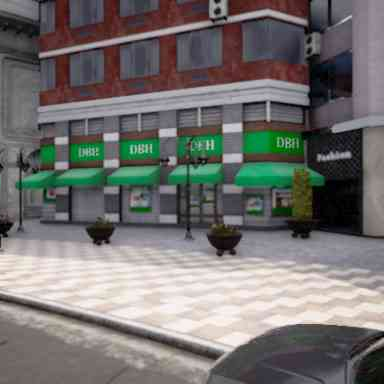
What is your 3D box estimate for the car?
[{"bbox_3d":[2.232,1.495,1.716,4.892,1.490,1.837,-1,0,36],"label":"car"}]
